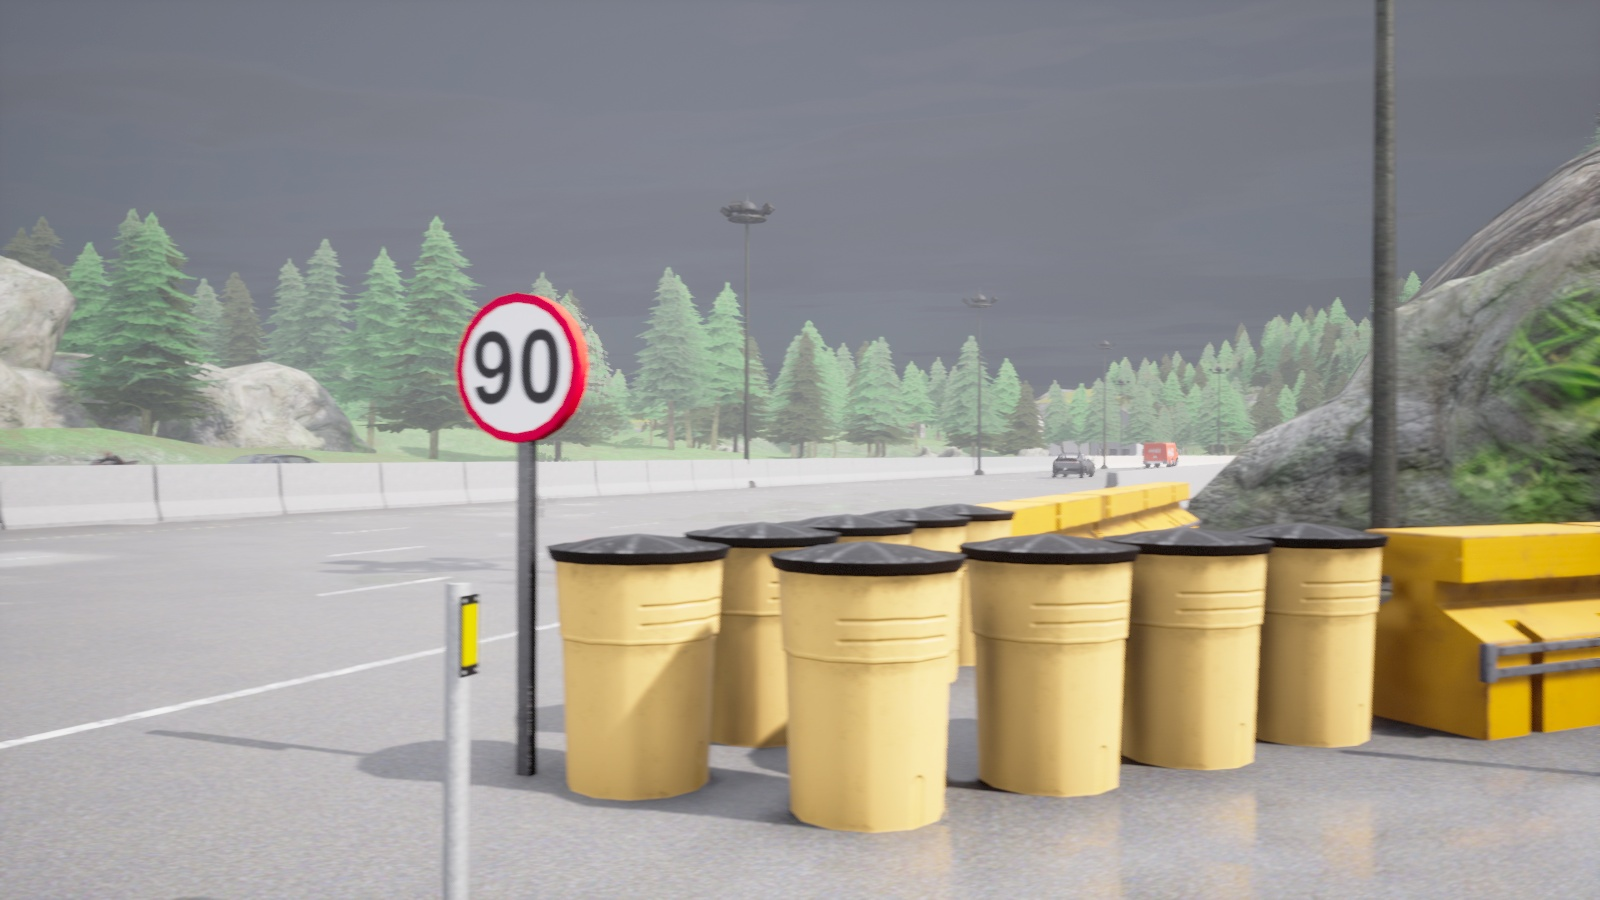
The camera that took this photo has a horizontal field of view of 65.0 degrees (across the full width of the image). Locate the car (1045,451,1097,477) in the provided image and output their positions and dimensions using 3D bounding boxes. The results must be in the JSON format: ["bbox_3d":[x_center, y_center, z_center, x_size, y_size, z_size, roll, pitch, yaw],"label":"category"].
[{"bbox_3d":[16.215,0.802,74.936,2.128,1.511,4.902,0,0,24],"label":"car"}]

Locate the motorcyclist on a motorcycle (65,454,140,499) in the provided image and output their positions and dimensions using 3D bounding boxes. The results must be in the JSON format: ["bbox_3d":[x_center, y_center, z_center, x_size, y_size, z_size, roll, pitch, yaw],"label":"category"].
[{"bbox_3d":[-24.160,0.893,43.532,0.866,1.530,2.191,0,0,24],"label":"motorcyclist on a motorcycle"}]

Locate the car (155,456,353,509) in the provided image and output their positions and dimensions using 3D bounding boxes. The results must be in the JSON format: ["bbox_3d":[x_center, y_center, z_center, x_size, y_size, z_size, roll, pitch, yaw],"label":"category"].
[{"bbox_3d":[-15.739,0.880,36.566,2.033,1.411,5.357,0,0,24],"label":"car"}]
